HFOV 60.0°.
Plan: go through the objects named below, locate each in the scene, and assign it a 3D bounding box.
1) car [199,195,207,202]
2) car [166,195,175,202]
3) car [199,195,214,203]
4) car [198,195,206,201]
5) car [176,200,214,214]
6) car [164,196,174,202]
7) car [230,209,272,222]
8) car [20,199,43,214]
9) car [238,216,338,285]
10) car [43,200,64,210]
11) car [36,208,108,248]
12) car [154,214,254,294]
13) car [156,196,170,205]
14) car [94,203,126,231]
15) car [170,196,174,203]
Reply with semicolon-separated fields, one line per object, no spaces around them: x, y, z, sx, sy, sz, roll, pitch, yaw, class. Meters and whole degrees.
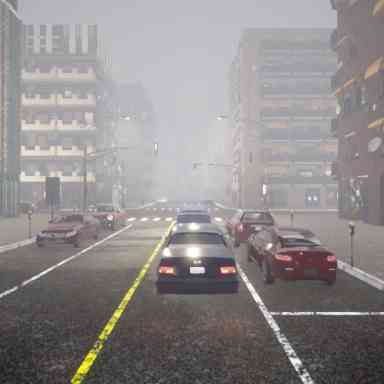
2.608;1.556;81.253;1.887;1.381;4.507;1;0;0;car
-5.272;1.556;81.226;1.887;1.381;4.507;1;0;0;car
2.596;1.560;52.898;2.008;1.369;4.403;1;0;0;car
2.610;1.563;86.923;2.008;1.369;4.403;1;0;0;car
0.101;1.482;19.547;1.882;1.535;5.008;0;0;0;car
-5.275;1.577;75.555;1.947;1.339;4.313;1;0;0;car
2.582;1.444;14.799;1.967;1.590;4.097;1;0;0;car
-17.549;1.241;31.845;5.009;1.841;2.192;0;-1;0;car
2.578;1.584;9.250;1.802;1.307;4.206;1;0;0;car
-17.607;1.591;39.721;4.313;1.339;1.947;0;-1;0;car
-5.305;1.585;14.780;1.802;1.307;4.206;1;0;0;car
0.104;1.550;8.905;2.033;1.411;5.357;0;0;0;car
-5.282;1.535;58.372;1.752;1.417;4.829;1;0;0;car
-5.305;1.445;20.329;1.967;1.590;4.097;1;0;0;car
-5.277;1.536;69.714;1.752;1.417;4.829;1;0;0;car
